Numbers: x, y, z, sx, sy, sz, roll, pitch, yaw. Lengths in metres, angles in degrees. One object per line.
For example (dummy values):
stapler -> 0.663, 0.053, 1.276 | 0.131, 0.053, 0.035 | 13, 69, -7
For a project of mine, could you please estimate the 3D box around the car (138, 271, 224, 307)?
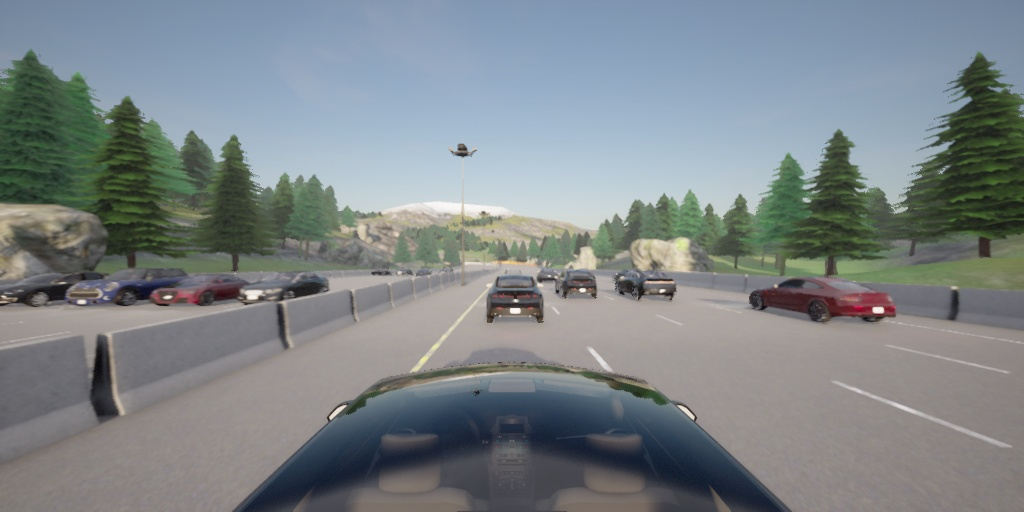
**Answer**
car -> -14.096, 1.531, 16.676 | 1.994, 1.385, 4.181 | 0, -1, 0

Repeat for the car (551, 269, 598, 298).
car -> 3.602, 1.547, 20.706 | 1.837, 1.490, 4.892 | 0, -1, 0

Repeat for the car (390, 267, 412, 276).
car -> -17.528, 2.538, 58.412 | 2.128, 1.511, 4.902 | 0, -2, 1

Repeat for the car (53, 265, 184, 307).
car -> -17.596, 1.323, 16.919 | 2.097, 1.767, 4.553 | 0, -1, 0

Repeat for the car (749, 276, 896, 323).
car -> 10.599, 1.428, 12.676 | 1.812, 1.442, 4.674 | 0, -1, 0

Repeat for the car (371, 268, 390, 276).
car -> -21.021, 2.625, 57.760 | 1.895, 1.301, 4.718 | 0, -2, 1

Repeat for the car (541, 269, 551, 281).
car -> 3.606, 1.964, 36.697 | 1.994, 1.385, 4.181 | 0, -1, 0

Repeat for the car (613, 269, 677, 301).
car -> 7.102, 1.509, 19.393 | 2.128, 1.511, 4.902 | 0, -1, 0

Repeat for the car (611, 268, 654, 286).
car -> 10.605, 1.833, 32.037 | 2.033, 1.411, 5.357 | 0, -1, 0

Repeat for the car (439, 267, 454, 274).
car -> -10.545, 2.521, 57.894 | 2.128, 1.511, 4.902 | 0, -2, 1

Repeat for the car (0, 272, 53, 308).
car -> -21.096, 1.474, 16.808 | 1.837, 1.490, 4.892 | 0, -1, 0

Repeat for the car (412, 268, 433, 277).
car -> -14.039, 2.582, 57.567 | 1.994, 1.385, 4.181 | 0, -2, 1

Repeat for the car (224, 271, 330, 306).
car -> -10.597, 1.467, 17.103 | 2.128, 1.511, 4.902 | 0, -1, 0

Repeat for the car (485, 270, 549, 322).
car -> 0.098, 1.411, 13.016 | 1.837, 1.490, 4.892 | 0, -1, 0
